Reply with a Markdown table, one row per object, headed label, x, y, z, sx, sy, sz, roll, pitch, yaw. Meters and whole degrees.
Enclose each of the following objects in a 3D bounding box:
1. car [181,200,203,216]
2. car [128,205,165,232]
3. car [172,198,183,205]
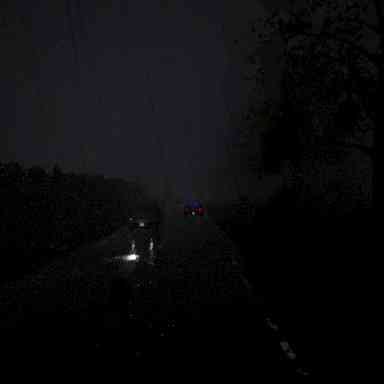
| label | x | y | z | sx | sy | sz | roll | pitch | yaw |
| --- | --- | --- | --- | --- | --- | --- | --- | --- | --- |
| car | 0.139 | 1.770 | 34.200 | 1.895 | 1.301 | 4.718 | 0 | 0 | 0 |
| car | -2.825 | 1.602 | 21.270 | 2.128 | 1.511 | 4.902 | 0 | 0 | 0 |
| car | -2.683 | 1.820 | 63.811 | 2.033 | 1.411 | 5.357 | 0 | 0 | 0 |
